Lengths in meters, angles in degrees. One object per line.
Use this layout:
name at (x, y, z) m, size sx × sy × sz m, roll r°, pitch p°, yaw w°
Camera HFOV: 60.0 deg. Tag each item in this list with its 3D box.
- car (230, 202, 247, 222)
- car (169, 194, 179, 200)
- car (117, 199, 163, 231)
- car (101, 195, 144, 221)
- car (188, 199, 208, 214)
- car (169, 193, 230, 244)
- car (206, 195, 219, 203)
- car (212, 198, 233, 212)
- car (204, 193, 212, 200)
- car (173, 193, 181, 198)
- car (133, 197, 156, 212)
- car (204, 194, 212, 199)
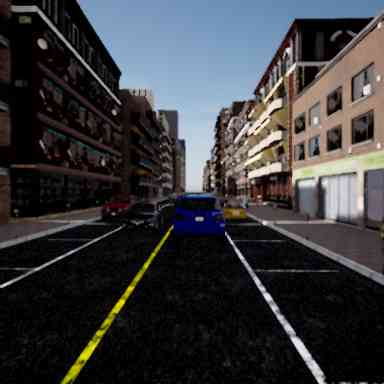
car at (3.077, 1.400, 25.210) m, size 1.752 × 1.417 × 4.829 m, roll 0°, pitch 0°, yaw 1°
car at (-4.412, 1.087, 81.531) m, size 2.008 × 1.369 × 4.403 m, roll 0°, pitch 0°, yaw 1°
car at (-2.797, 1.388, 19.683) m, size 1.837 × 1.490 × 4.892 m, roll 0°, pitch 0°, yaw 1°
car at (-5.303, 1.160, 25.176) m, size 2.192 × 1.841 × 5.009 m, roll 0°, pitch 0°, yaw 1°
car at (0.630, 1.417, 34.326) m, size 1.895 × 1.301 × 4.718 m, roll 0°, pitch 0°, yaw 1°
car at (0.335, 1.138, 15.608) m, size 2.150 × 2.045 × 5.566 m, roll 0°, pitch 0°, yaw 1°
car at (3.611, 1.242, 58.852) m, size 2.008 × 1.369 × 4.403 m, roll 0°, pitch 0°, yaw 1°
car at (3.253, 1.359, 36.311) m, size 1.887 × 1.381 × 4.507 m, roll 0°, pitch 0°, yaw 1°
car at (3.971, 1.091, 81.564) m, size 1.752 × 1.417 × 4.829 m, roll 0°, pitch 0°, yaw 1°
car at (-4.233, 1.018, 92.802) m, size 1.887 × 1.381 × 4.507 m, roll 0°, pitch 0°, yaw 1°
car at (-5.126, 1.329, 36.448) m, size 1.887 × 1.381 × 4.507 m, roll 0°, pitch 0°, yaw 1°
car at (4.057, 1.101, 87.030) m, size 1.947 × 1.339 × 4.313 m, roll 0°, pitch 0°, yaw 1°
